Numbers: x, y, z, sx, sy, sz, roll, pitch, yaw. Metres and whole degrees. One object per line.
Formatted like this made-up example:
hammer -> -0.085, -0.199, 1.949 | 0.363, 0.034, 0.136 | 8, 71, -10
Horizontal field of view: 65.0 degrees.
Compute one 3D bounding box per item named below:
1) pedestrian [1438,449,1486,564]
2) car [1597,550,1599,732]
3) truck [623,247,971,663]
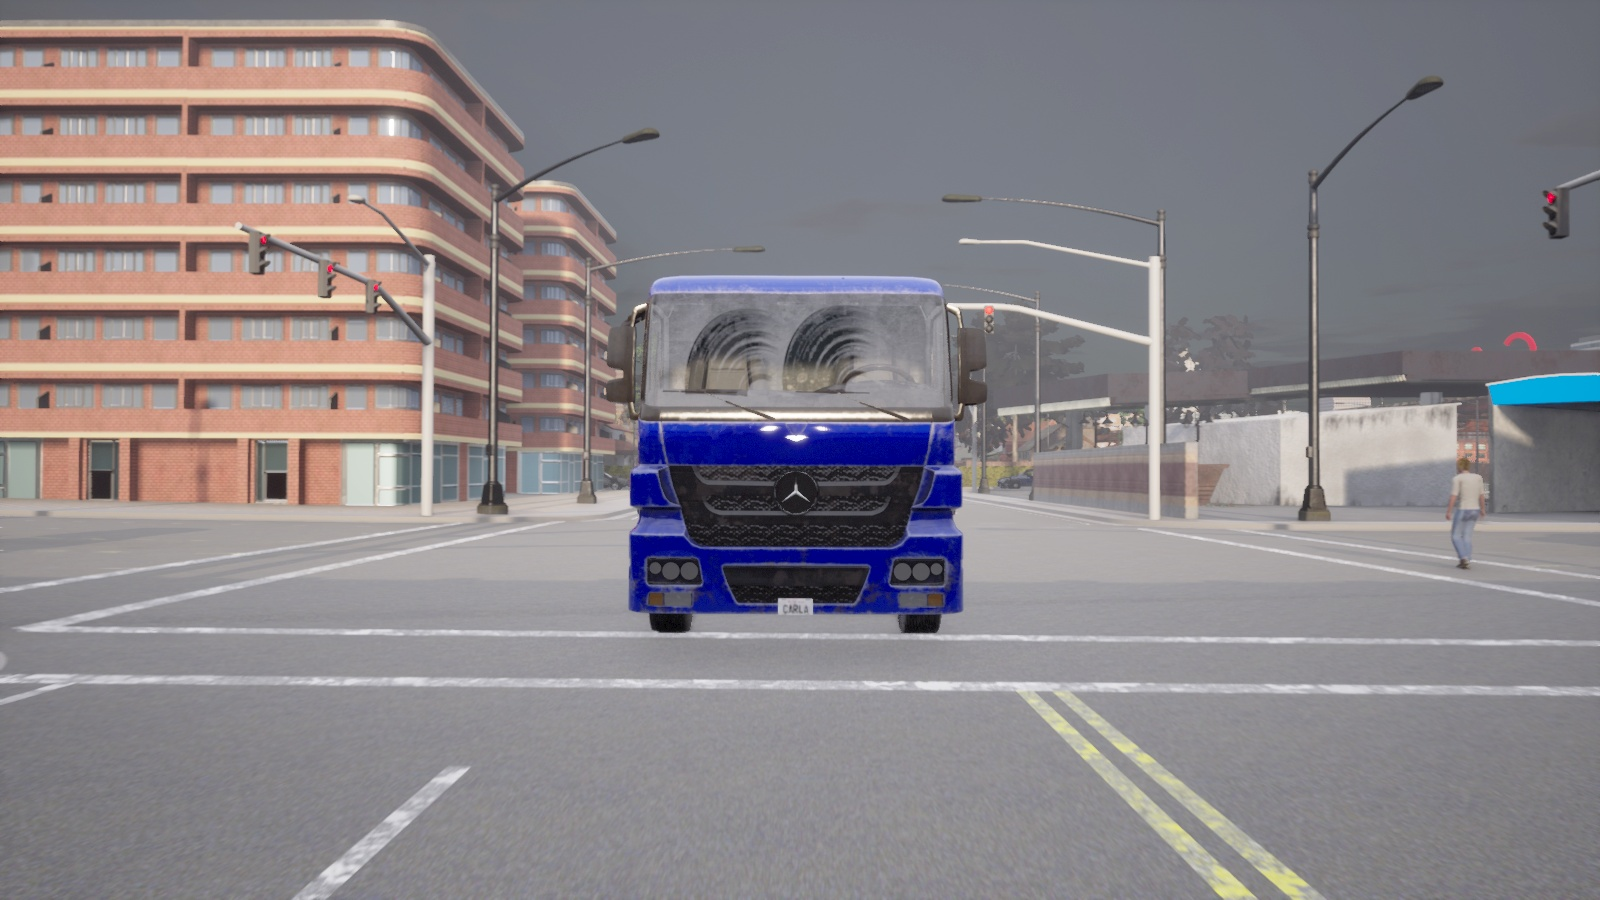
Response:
pedestrian -> 10.766, 0.906, 20.437 | 0.354, 1.836, 0.706 | 0, -1, -3
car -> 3.478, 0.929, 1.641 | 1.895, 1.301, 4.718 | 0, -1, 1
truck -> -0.039, 0.059, 14.459 | 2.891, 3.462, 7.936 | 0, 0, 0
